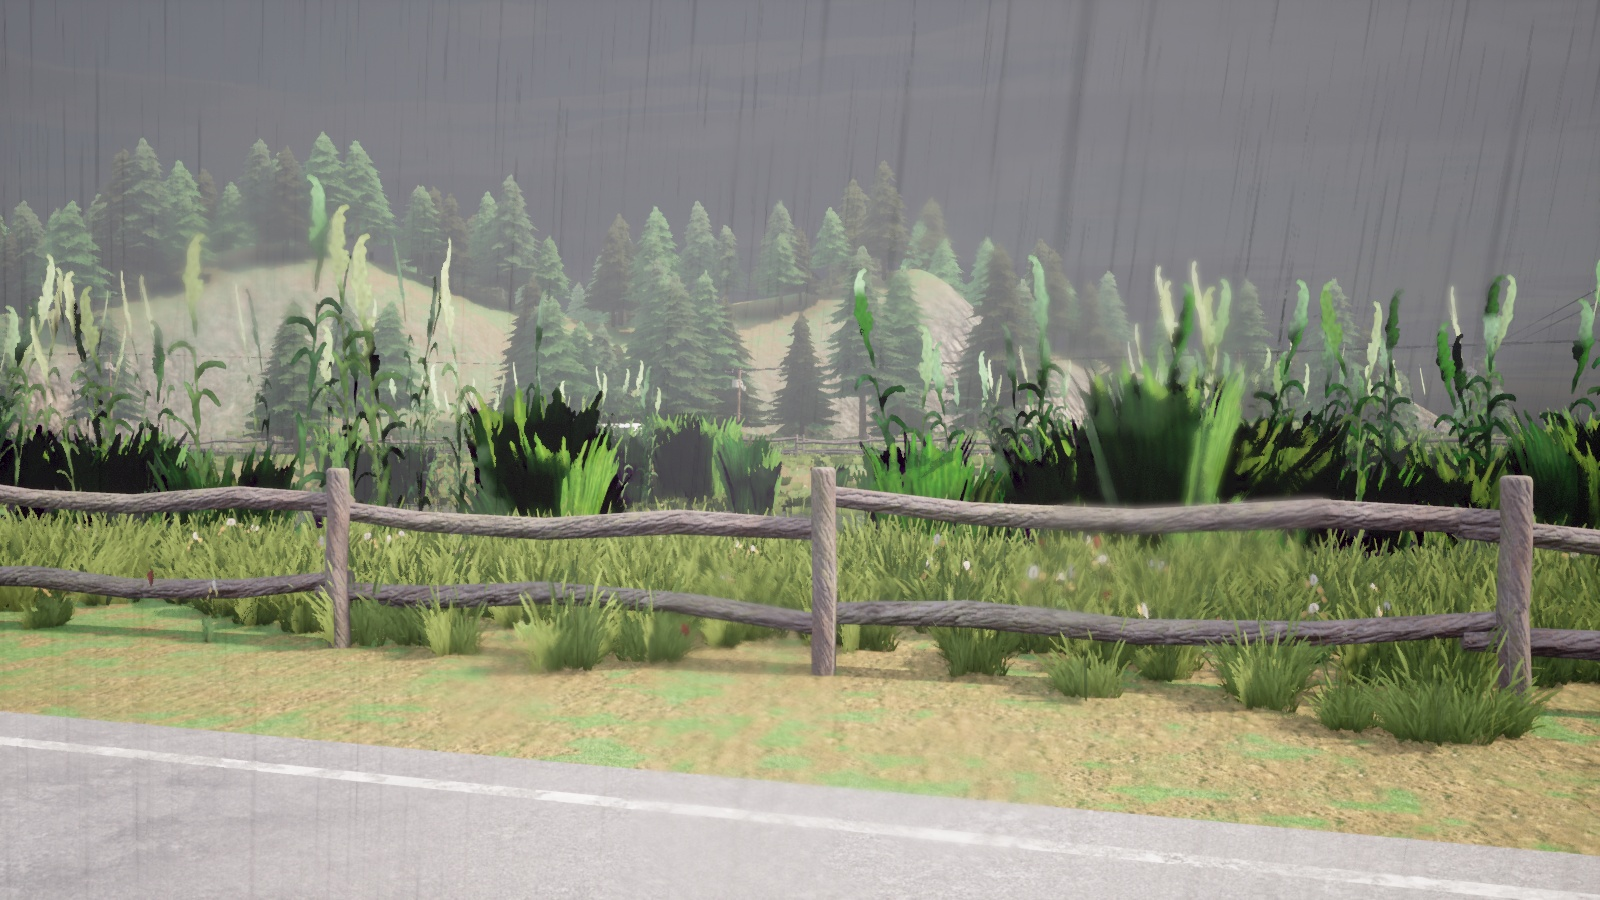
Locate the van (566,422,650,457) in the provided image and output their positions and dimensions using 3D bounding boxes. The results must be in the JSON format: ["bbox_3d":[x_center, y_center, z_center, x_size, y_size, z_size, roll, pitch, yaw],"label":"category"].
[{"bbox_3d":[-11.516,-0.665,75.345,4.480,2.038,2.069,1,1,17],"label":"van"}]
